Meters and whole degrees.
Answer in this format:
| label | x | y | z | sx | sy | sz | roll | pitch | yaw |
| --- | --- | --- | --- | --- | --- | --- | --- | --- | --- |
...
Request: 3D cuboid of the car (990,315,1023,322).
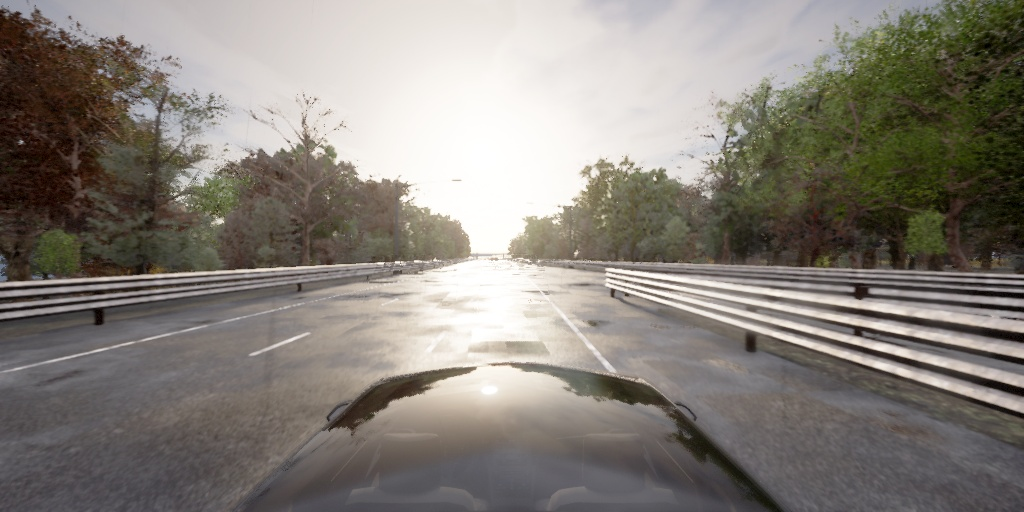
| label | x | y | z | sx | sy | sz | roll | pitch | yaw |
| --- | --- | --- | --- | --- | --- | --- | --- | --- | --- |
| car | 13.726 | 1.327 | 7.446 | 1.812 | 1.442 | 4.674 | 0 | 0 | -14 |
